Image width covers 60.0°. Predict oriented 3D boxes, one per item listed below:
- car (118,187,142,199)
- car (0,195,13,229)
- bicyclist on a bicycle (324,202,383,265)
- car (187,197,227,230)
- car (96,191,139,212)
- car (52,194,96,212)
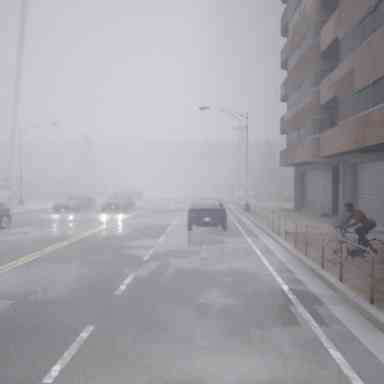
[{"bbox_3d":[-9.244,0.105,46.744,4.553,1.767,2.097,1,2,33],"label":"car"},{"bbox_3d":[-10.018,1.102,14.805,1.837,1.490,4.892,0,1,3],"label":"car"},{"bbox_3d":[4.207,1.078,8.562,1.656,1.620,0.582,0,1,2],"label":"bicyclist on a bicycle"},{"bbox_3d":[0.785,1.019,17.429,1.882,1.535,5.008,0,1,2],"label":"car"},{"bbox_3d":[-5.916,0.884,27.004,1.994,1.385,4.181,0,1,2],"label":"car"},{"bbox_3d":[-9.413,0.878,27.150,2.033,1.411,5.357,0,1,2],"label":"car"}]
